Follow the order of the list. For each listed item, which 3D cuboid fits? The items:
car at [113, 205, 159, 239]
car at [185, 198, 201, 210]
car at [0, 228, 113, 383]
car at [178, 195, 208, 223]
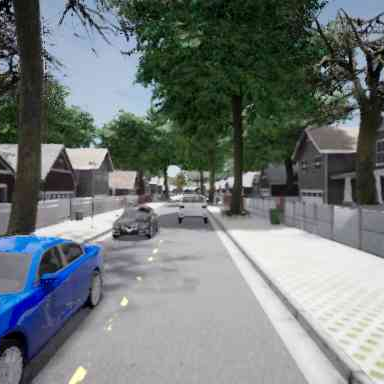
[{"bbox_3d":[-2.830,1.500,17.520,1.837,1.490,4.892,0,0,0],"label":"car"},{"bbox_3d":[0.075,1.561,43.405,1.994,1.385,4.181,0,0,0],"label":"car"},{"bbox_3d":[-2.814,1.475,5.070,1.882,1.535,5.008,0,0,0],"label":"car"},{"bbox_3d":[0.079,1.215,25.906,2.150,2.045,5.566,0,0,0],"label":"car"}]
